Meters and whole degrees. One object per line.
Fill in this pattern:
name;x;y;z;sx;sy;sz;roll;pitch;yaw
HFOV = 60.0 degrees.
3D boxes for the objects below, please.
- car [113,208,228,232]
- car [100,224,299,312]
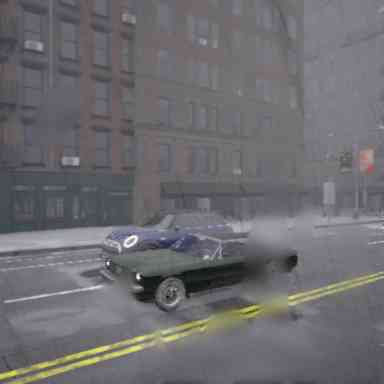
car;-0.671;1.413;11.194;4.553;1.767;2.097;1;0;-36
car;0.344;1.652;7.927;4.718;1.301;1.895;1;0;-36
